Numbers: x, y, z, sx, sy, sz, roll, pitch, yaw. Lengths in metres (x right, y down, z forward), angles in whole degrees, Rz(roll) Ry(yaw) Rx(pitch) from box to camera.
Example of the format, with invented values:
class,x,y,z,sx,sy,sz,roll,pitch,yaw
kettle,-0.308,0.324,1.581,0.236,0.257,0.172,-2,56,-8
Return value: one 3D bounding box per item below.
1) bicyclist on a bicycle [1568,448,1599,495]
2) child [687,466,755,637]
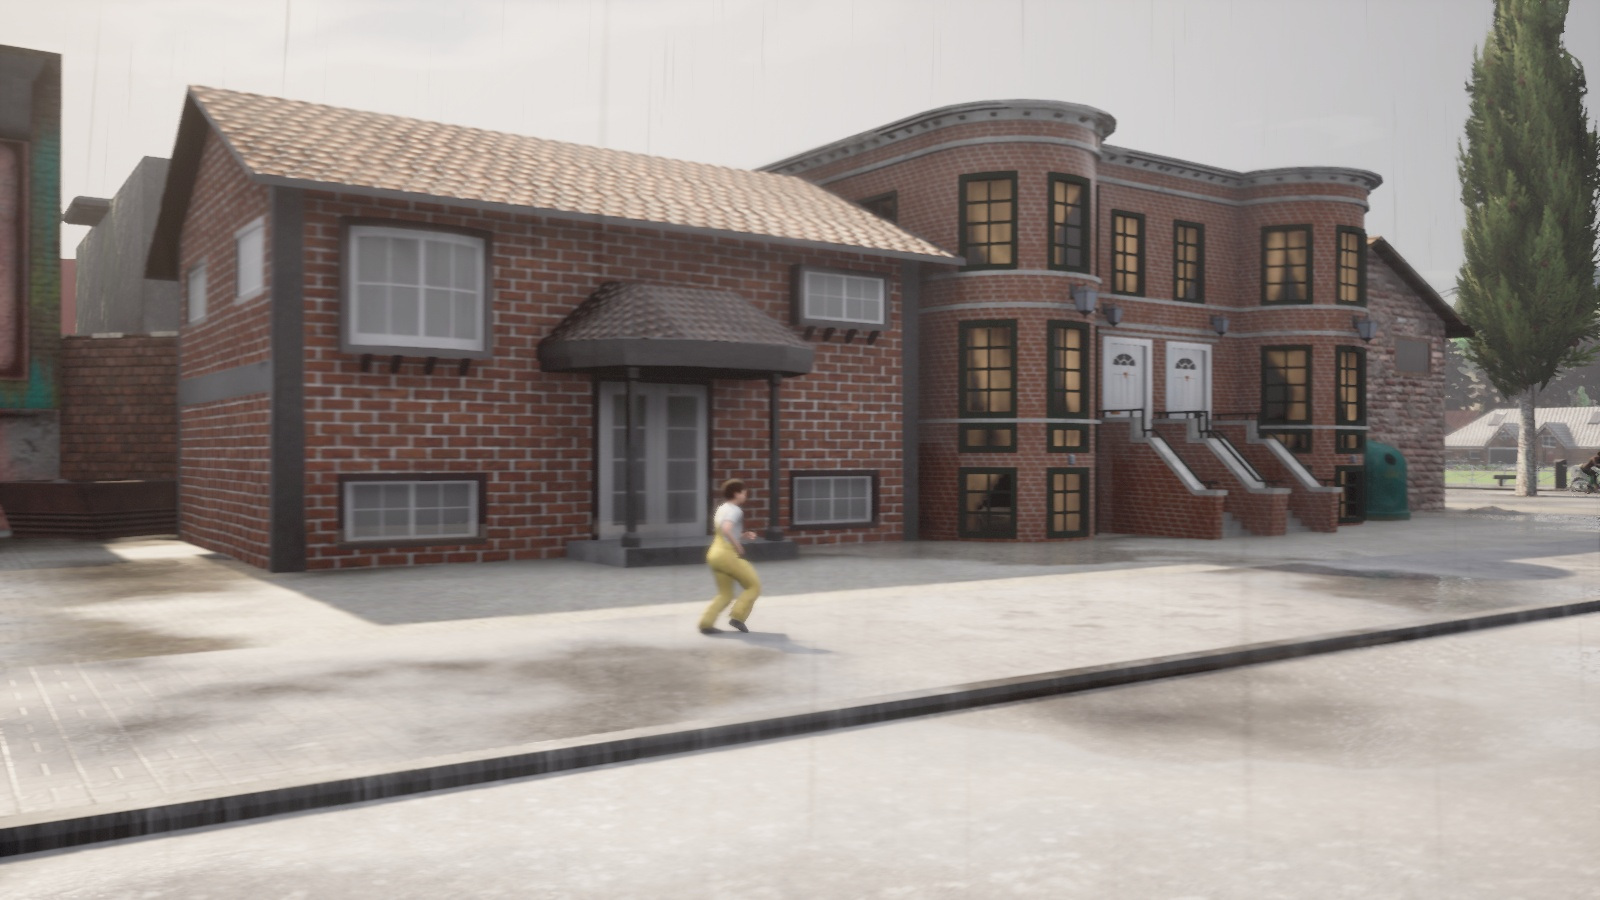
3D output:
class,x,y,z,sx,sy,sz,roll,pitch,yaw
bicyclist on a bicycle,27.650,0.746,43.526,0.582,1.620,1.656,0,0,-35
child,-0.603,0.759,9.590,0.437,1.263,0.270,0,0,-32
